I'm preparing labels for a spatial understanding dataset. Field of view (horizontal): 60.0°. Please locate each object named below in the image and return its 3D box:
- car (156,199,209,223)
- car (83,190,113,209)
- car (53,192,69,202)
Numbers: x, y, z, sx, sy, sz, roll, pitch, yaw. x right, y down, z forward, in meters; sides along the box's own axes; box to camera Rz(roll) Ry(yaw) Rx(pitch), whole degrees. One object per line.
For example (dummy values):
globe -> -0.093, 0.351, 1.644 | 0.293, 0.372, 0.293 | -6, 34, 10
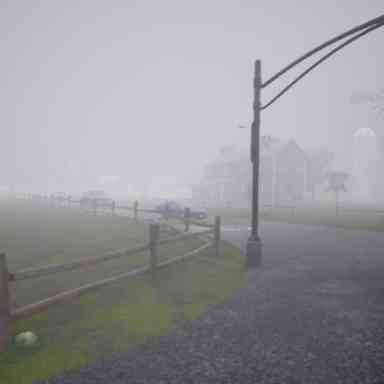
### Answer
car -> -0.801, 1.317, 24.134 | 1.882, 1.535, 5.008 | 2, 0, -35
car -> -10.916, 0.833, 38.400 | 2.150, 2.045, 5.566 | 2, 0, -35
car -> -20.588, 0.705, 52.186 | 1.837, 1.490, 4.892 | 2, 0, -35
